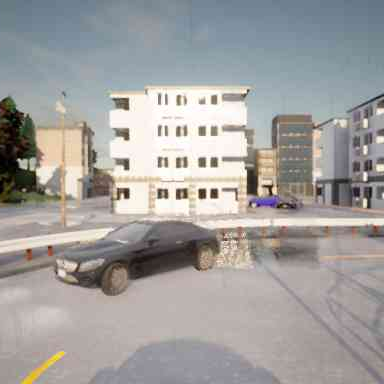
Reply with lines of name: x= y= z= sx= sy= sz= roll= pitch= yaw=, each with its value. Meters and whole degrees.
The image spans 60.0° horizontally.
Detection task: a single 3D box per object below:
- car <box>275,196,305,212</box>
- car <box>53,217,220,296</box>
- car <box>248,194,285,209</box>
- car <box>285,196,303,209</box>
car: x=10.909 y=1.250 z=36.771 sx=2.038 sy=1.542 sz=4.974 roll=0 pitch=1 yaw=30
car: x=-1.147 y=1.427 z=8.675 sx=1.812 sy=1.442 sz=4.674 roll=0 pitch=0 yaw=43
car: x=8.110 y=1.003 z=37.094 sx=3.633 sy=1.501 sz=1.845 roll=0 pitch=1 yaw=11
car: x=10.883 y=1.093 z=36.724 sx=1.853 sy=1.218 sz=4.536 roll=0 pitch=1 yaw=30
